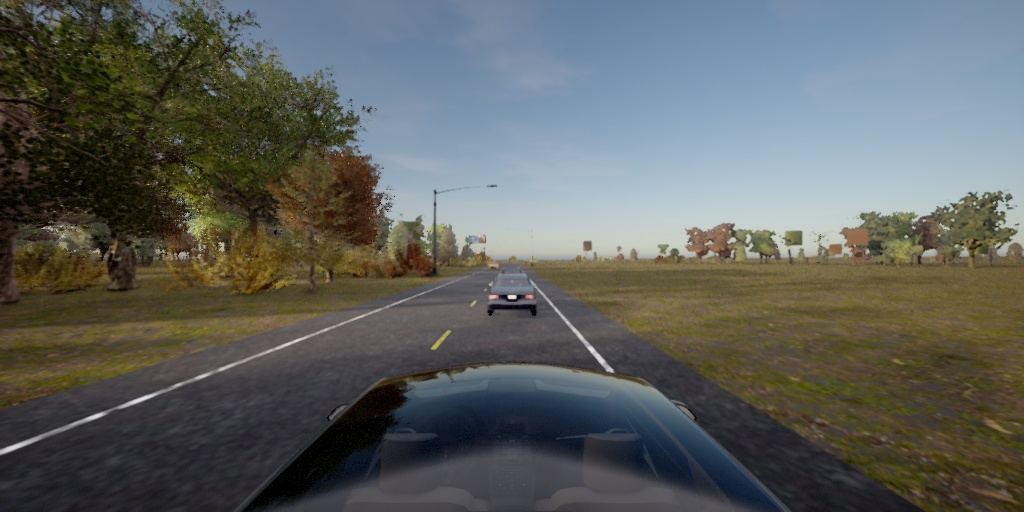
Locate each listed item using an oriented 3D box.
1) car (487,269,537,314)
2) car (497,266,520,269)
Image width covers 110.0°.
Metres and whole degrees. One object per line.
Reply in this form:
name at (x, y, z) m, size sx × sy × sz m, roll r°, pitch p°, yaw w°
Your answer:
car at (0.015, 1.427, 14.341) m, size 2.033 × 1.411 × 5.357 m, roll 0°, pitch -1°, yaw 0°
car at (0.031, 1.640, 30.080) m, size 1.895 × 1.301 × 4.718 m, roll 0°, pitch -1°, yaw 1°
